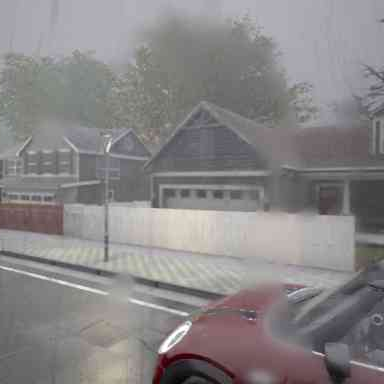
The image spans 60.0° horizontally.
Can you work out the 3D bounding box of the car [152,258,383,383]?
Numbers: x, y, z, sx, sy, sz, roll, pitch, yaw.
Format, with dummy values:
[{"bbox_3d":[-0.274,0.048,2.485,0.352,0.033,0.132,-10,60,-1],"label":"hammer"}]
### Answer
[{"bbox_3d":[1.833,1.351,2.632,4.553,1.767,2.097,0,0,35],"label":"car"}]
